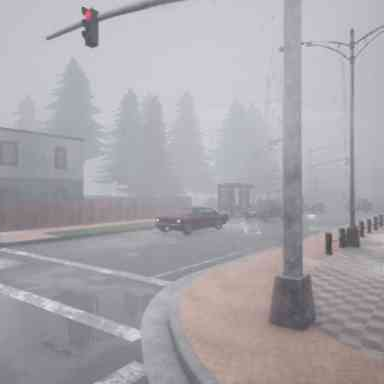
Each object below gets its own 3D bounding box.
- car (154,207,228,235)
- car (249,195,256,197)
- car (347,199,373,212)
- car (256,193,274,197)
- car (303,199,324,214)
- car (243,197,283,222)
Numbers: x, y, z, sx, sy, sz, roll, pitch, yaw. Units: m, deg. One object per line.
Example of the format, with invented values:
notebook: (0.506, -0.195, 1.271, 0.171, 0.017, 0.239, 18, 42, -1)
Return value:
car: (0.071, 1.545, 18.763, 1.895, 1.301, 4.718, 0, 0, 38)
car: (14.774, 0.954, 76.680, 1.905, 1.878, 3.866, 0, 0, 37)
car: (18.319, 1.418, 36.212, 2.033, 1.411, 5.357, 0, 0, 38)
car: (17.025, 0.950, 75.496, 1.932, 1.855, 4.605, 0, 0, 37)
car: (12.157, 1.413, 34.271, 1.812, 1.442, 4.674, 0, 0, 38)
car: (5.802, 1.409, 26.131, 2.128, 1.511, 4.902, 0, 0, 38)
